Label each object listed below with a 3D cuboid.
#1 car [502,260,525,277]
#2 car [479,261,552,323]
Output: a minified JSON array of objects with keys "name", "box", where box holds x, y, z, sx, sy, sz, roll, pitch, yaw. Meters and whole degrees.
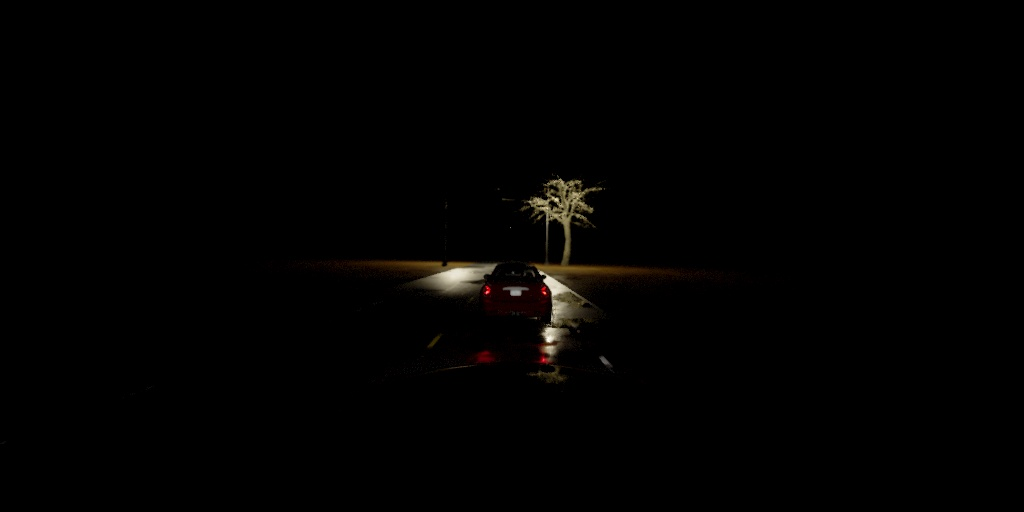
[{"name":"car","box":[0.096,1.081,32.563,1.895,1.301,4.718,1,1,0]},{"name":"car","box":[0.108,1.020,12.011,2.097,1.767,4.553,1,1,0]}]
